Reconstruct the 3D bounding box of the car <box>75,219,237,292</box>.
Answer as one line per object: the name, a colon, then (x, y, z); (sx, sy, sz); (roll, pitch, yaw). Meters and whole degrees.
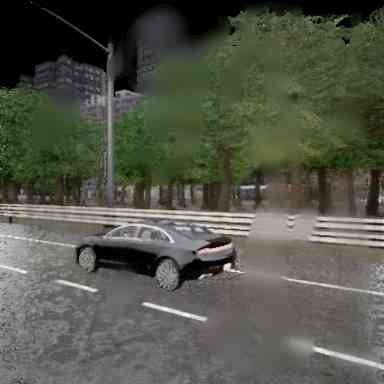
car: (-1.169, 1.499, 9.008); (4.902, 1.511, 2.128); (0, 0, 36)
